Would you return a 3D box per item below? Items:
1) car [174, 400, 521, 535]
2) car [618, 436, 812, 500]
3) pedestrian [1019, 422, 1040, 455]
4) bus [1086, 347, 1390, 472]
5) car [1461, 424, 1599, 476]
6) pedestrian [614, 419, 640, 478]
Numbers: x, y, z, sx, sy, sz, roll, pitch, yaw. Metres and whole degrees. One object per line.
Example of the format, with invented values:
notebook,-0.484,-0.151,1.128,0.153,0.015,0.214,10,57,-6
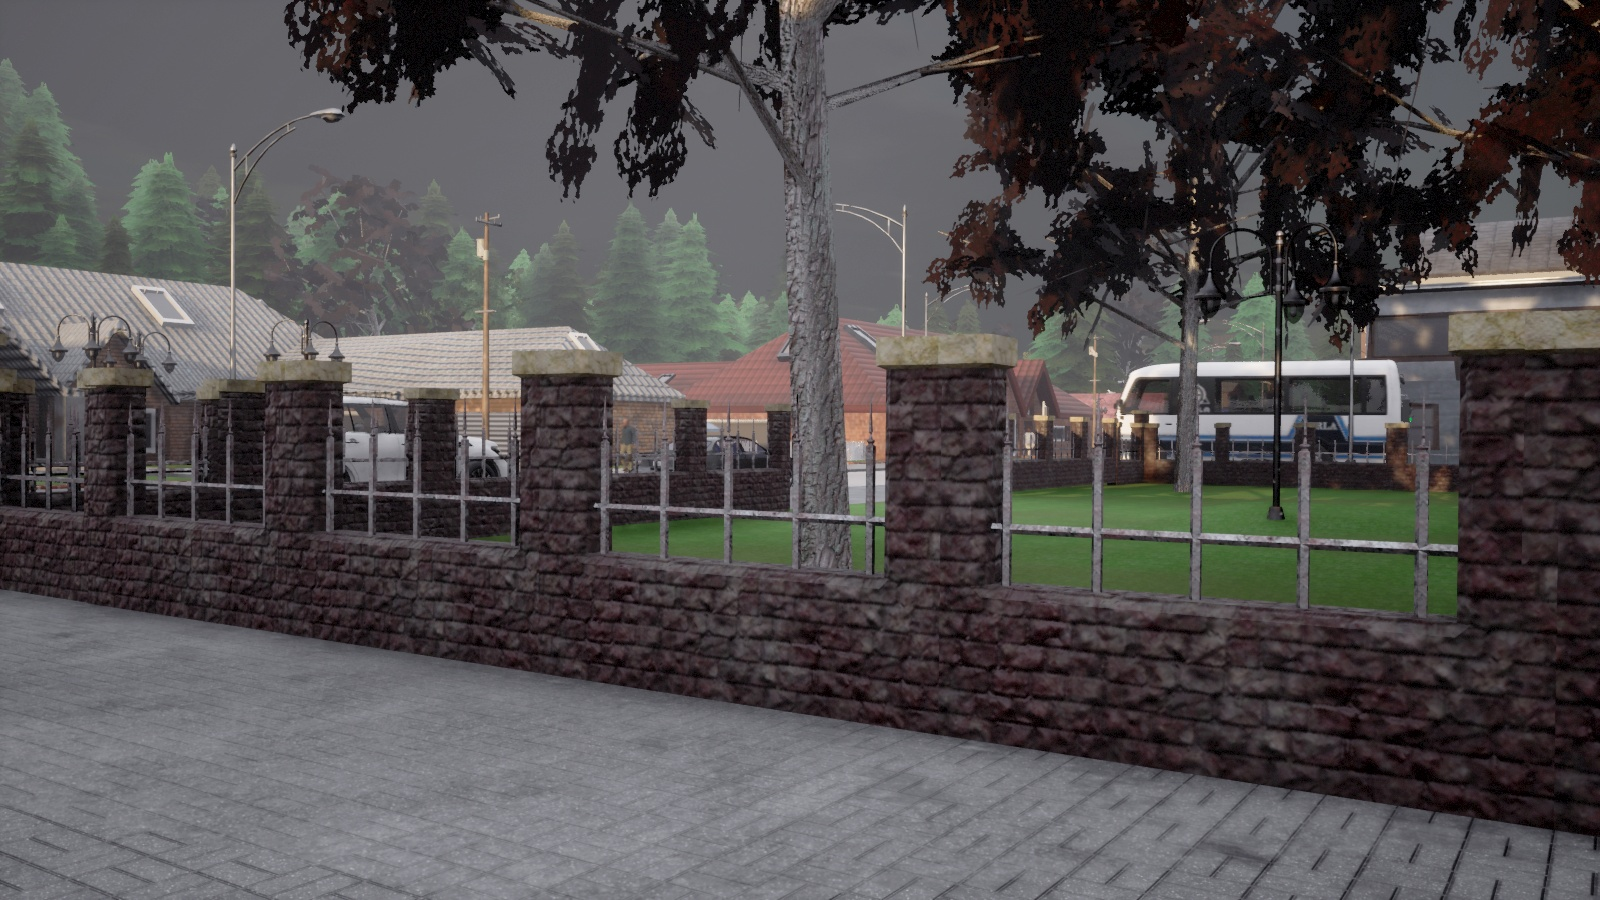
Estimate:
car,-7.683,0.219,22.017,2.150,2.045,5.566,0,1,32
car,-1.944,0.375,30.879,2.033,1.411,5.357,0,1,31
pedestrian,12.846,-0.635,70.276,0.874,1.855,0.900,0,1,28
bus,16.197,-1.429,46.677,10.273,4.253,3.944,0,1,24
car,23.066,-0.023,38.337,5.008,1.535,1.882,0,1,30
pedestrian,-5.542,-0.057,40.136,0.402,1.842,0.726,0,1,39
